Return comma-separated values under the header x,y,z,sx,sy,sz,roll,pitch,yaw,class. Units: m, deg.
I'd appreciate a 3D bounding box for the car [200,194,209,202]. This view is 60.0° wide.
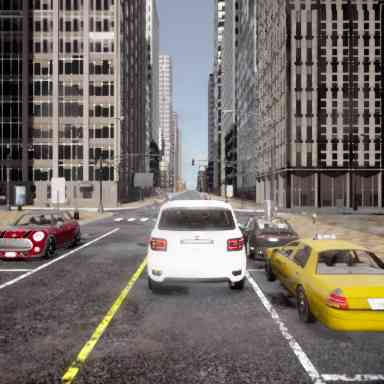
x,y,z,sx,sy,sz,roll,pitch,yaw,class
2.709,1.353,73.073,1.967,1.590,4.097,0,0,0,car

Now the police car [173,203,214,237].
x,y,z,sx,sy,sz,roll,pitch,yaw,class
0.101,1.498,19.150,2.038,1.542,4.974,0,0,1,police car

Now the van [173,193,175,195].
x,y,z,sx,sy,sz,roll,pitch,yaw,class
-5.668,1.225,84.448,1.690,1.788,3.998,0,0,0,van

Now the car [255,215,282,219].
x,y,z,sx,sy,sz,roll,pitch,yaw,class
2.695,1.548,12.445,2.008,1.369,4.403,0,0,0,car

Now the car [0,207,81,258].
x,y,z,sx,sy,sz,roll,pitch,yaw,class
-5.685,1.438,12.445,1.967,1.590,4.097,0,0,0,car

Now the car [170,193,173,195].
x,y,z,sx,sy,sz,roll,pitch,yaw,class
-5.702,1.242,67.393,2.192,1.841,5.009,0,0,0,car

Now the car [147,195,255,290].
x,y,z,sx,sy,sz,roll,pitch,yaw,class
0.102,1.220,9.230,2.150,2.045,5.566,0,0,0,car

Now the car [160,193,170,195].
x,y,z,sx,sy,sz,roll,pitch,yaw,class
-5.769,1.380,61.708,1.967,1.590,4.097,0,0,0,car

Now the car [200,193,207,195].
x,y,z,sx,sy,sz,roll,pitch,yaw,class
2.802,1.380,61.705,1.967,1.590,4.097,0,0,0,car

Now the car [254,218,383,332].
x,y,z,sx,sy,sz,roll,pitch,yaw,class
2.693,1.525,6.947,1.752,1.417,4.829,0,0,0,car

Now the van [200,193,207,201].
x,y,z,sx,sy,sz,roll,pitch,yaw,class
2.711,1.240,78.758,1.690,1.788,3.998,0,0,0,van

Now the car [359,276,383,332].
x,y,z,sx,sy,sz,roll,pitch,yaw,class
2.692,1.551,1.106,2.008,1.369,4.403,0,0,0,car
